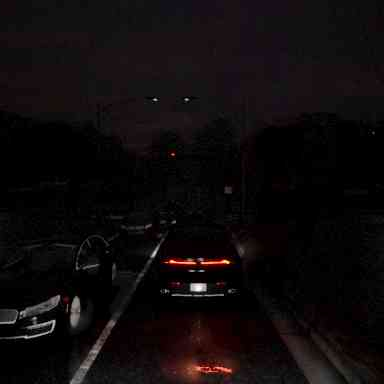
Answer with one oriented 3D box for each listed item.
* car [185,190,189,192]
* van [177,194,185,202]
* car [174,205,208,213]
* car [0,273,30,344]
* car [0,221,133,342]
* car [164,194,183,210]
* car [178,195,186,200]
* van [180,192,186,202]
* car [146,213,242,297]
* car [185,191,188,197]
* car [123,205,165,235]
[{"bbox_3d":[-2.566,1.145,94.110,2.192,1.841,5.009,-1,1,0],"label":"car"},{"bbox_3d":[-2.587,1.313,77.476,1.690,1.788,3.998,-1,0,0],"label":"van"},{"bbox_3d":[0.147,1.604,18.652,1.895,1.301,4.718,0,0,1],"label":"car"},{"bbox_3d":[-2.658,1.550,1.120,2.008,1.369,4.403,-2,0,0],"label":"car"},{"bbox_3d":[-2.653,1.549,6.568,2.008,1.369,4.403,-2,0,0],"label":"car"},{"bbox_3d":[-2.623,1.489,44.240,1.967,1.590,4.097,-2,0,0],"label":"car"},{"bbox_3d":[-2.569,1.442,88.560,2.008,1.369,4.403,-1,0,0],"label":"car"},{"bbox_3d":[-2.599,1.369,66.396,1.690,1.788,3.998,-1,0,0],"label":"van"},{"bbox_3d":[0.111,1.503,8.521,1.837,1.490,4.892,0,0,0],"label":"car"},{"bbox_3d":[-2.595,1.318,71.940,2.192,1.841,5.009,-1,0,0],"label":"car"},{"bbox_3d":[-2.642,1.584,17.463,1.802,1.307,4.206,-2,0,0],"label":"car"}]
